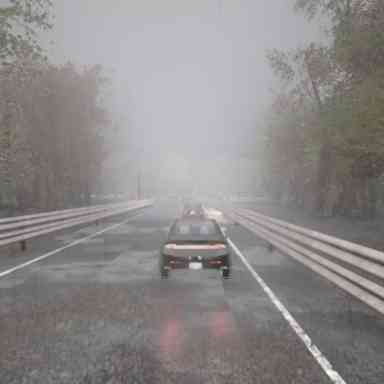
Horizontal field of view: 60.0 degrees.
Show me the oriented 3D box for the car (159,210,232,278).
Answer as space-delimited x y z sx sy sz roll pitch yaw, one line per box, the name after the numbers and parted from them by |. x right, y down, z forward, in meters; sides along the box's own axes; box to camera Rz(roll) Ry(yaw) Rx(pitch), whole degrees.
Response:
0.089 1.520 10.176 2.128 1.511 4.902 0 0 0 | car

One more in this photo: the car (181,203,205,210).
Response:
0.089 1.626 27.892 2.033 1.411 5.357 0 0 0 | car
